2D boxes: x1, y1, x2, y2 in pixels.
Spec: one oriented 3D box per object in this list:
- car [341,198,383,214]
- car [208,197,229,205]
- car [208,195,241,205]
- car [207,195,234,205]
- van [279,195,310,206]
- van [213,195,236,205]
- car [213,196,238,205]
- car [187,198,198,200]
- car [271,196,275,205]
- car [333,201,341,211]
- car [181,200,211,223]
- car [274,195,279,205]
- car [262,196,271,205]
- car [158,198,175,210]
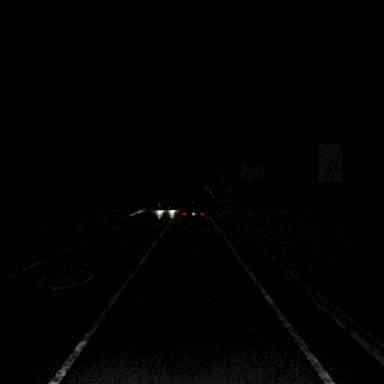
[{"bbox_3d":[18.754,1.378,35.116,4.553,1.767,2.185,0,0,0],"label":"car"},{"bbox_3d":[6.123,2.033,77.723,4.553,1.767,2.185,0,-2,-1],"label":"car"},{"bbox_3d":[6.088,1.685,59.626,5.366,1.575,1.946,0,-1,0],"label":"car"},{"bbox_3d":[6.196,1.720,71.777,5.566,2.045,2.435,0,-2,-1],"label":"car"},{"bbox_3d":[18.429,1.455,59.082,4.442,1.987,1.878,0,-1,0],"label":"van"},{"bbox_3d":[6.340,1.585,65.587,4.442,1.987,1.878,0,-1,0],"label":"van"},{"bbox_3d":[6.280,1.617,62.547,4.553,1.767,2.185,0,-1,0],"label":"car"},{"bbox_3d":[0.102,1.543,42.835,2.128,1.511,4.902,0,-1,0],"label":"car"},{"bbox_3d":[18.687,1.786,64.534,5.366,1.575,1.946,0,-1,0],"label":"car"},{"bbox_3d":[18.683,1.549,38.285,4.674,1.452,2.002,0,0,0],"label":"car"},{"bbox_3d":[0.099,1.592,25.817,2.033,1.411,5.357,0,0,0],"label":"car"},{"bbox_3d":[18.708,1.730,61.874,5.366,1.575,1.946,0,-1,0],"label":"car"},{"bbox_3d":[18.427,1.678,70.254,5.566,2.045,2.435,0,-2,-1],"label":"car"},{"bbox_3d":[-3.343,1.545,43.862,1.882,1.535,5.008,0,0,0],"label":"car"}]
